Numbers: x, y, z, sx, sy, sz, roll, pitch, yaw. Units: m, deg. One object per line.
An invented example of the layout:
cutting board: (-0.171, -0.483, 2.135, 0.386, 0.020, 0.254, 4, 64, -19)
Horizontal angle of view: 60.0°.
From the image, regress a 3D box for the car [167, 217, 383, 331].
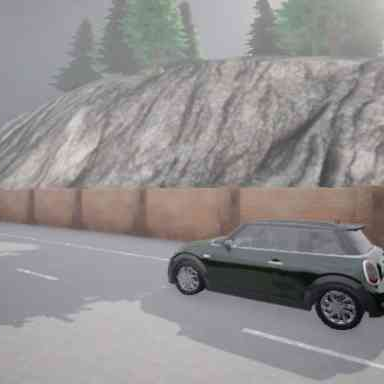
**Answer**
car: (1.637, 1.345, 7.125, 4.553, 1.767, 2.097, 0, 0, 35)
